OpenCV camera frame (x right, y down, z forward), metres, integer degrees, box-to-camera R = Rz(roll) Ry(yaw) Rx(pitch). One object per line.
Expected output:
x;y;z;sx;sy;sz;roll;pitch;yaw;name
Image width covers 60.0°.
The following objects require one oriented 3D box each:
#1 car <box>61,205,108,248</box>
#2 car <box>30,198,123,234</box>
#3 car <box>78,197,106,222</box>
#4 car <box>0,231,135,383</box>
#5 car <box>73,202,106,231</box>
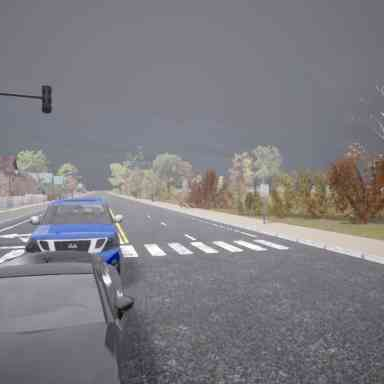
-5.039;1.498;16.028;1.837;1.490;4.892;0;0;-15;car
-3.363;1.218;9.962;2.150;2.045;5.566;0;0;-15;car
-8.202;1.337;27.498;2.097;1.767;4.553;0;0;-15;car
-1.705;1.524;3.878;1.812;1.442;4.674;0;0;-13;car
-6.625;1.467;21.769;1.882;1.535;5.008;0;0;-16;car
